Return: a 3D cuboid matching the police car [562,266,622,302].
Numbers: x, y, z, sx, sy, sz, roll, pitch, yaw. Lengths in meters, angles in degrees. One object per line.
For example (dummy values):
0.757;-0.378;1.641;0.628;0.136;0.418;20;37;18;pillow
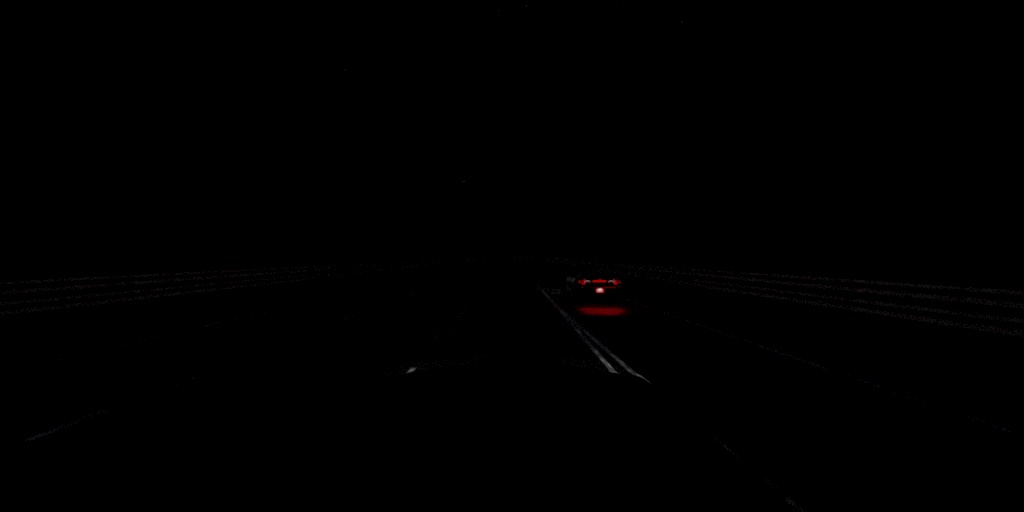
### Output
3.616;1.247;17.220;2.038;1.542;4.974;0;0;-1;police car
